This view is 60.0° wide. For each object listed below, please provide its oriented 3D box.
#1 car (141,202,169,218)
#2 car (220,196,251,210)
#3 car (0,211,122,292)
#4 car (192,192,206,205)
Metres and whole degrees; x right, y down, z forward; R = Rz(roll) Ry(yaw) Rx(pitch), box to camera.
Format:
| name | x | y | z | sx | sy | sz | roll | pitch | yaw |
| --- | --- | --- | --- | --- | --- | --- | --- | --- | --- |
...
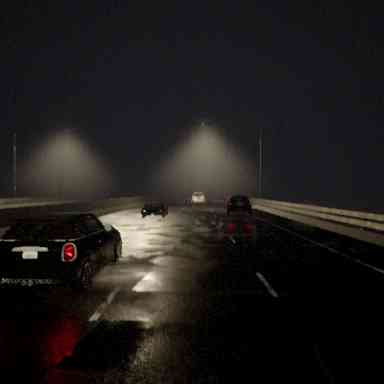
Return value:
| name | x | y | z | sx | sy | sz | roll | pitch | yaw |
| --- | --- | --- | --- | --- | --- | --- | --- | --- | --- |
| car | -3.082 | 1.514 | 28.580 | 1.895 | 1.301 | 4.718 | 0 | 0 | 1 |
| car | 3.806 | 0.988 | 28.283 | 2.097 | 1.767 | 4.553 | 0 | 0 | 1 |
| car | -3.343 | 1.319 | 9.025 | 2.097 | 1.767 | 4.553 | 0 | 0 | 0 |
| car | 1.153 | 1.092 | 55.616 | 2.150 | 2.045 | 5.566 | 0 | 0 | 2 |
